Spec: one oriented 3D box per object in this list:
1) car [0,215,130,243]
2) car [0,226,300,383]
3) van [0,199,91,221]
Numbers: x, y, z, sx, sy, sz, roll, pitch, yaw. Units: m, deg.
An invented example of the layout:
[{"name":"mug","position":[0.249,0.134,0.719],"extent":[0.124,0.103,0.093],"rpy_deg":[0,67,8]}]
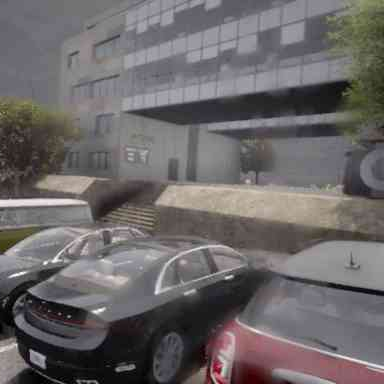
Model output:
[{"name":"car","position":[-2.459,1.432,7.039],"extent":[2.231,1.521,4.892],"rpy_deg":[1,0,35]},{"name":"car","position":[-0.190,1.455,5.408],"extent":[2.231,1.521,4.892],"rpy_deg":[1,0,35]},{"name":"van","position":[-4.803,1.181,8.559],"extent":[1.878,1.987,4.442],"rpy_deg":[1,0,35]}]
